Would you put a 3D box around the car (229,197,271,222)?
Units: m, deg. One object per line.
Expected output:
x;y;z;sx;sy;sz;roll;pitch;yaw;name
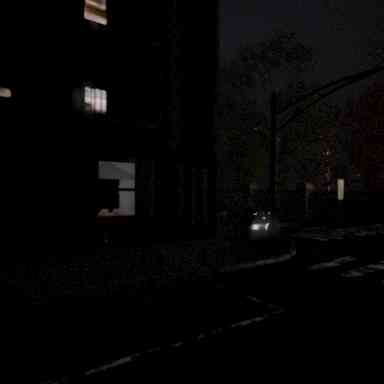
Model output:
3.252;1.301;24.306;2.033;1.411;5.357;0;1;-36;car

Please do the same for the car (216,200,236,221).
0.768;1.305;23.344;1.802;1.307;4.206;2;0;-36;car

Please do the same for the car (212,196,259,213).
4.220;1.206;32.874;1.752;1.417;4.829;2;0;-36;car
